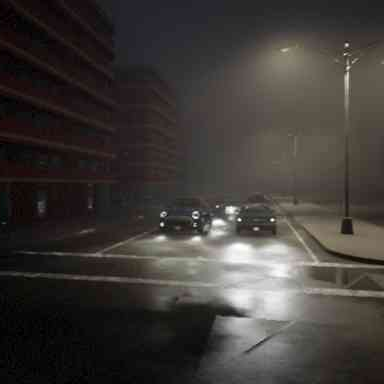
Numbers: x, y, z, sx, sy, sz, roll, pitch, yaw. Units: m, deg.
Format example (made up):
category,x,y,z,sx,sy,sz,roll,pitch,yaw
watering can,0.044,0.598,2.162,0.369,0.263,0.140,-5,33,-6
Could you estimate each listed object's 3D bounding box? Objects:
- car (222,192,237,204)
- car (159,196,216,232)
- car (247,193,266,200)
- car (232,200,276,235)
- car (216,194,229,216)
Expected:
category,x,y,z,sx,sy,sz,roll,pitch,yaw
car,4.293,0.763,39.790,2.128,1.511,4.902,0,1,12
car,-0.217,1.044,17.613,2.097,1.767,4.553,0,1,12
car,5.023,1.030,25.857,1.812,1.442,4.674,0,1,12
car,3.198,1.276,16.886,1.895,1.301,4.718,0,1,10
car,1.573,1.126,26.426,1.895,1.301,4.718,0,1,12
